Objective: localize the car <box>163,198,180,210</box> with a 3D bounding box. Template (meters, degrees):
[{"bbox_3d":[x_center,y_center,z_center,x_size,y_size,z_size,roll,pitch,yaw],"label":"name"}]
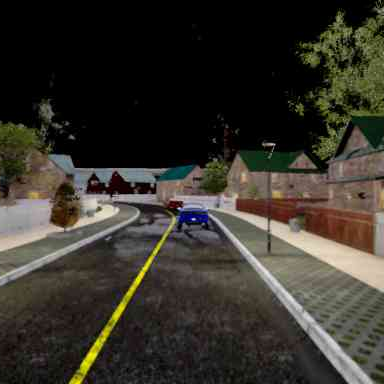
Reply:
[{"bbox_3d":[-2.479,1.479,42.630,1.882,1.535,5.008,0,0,-14],"label":"car"}]

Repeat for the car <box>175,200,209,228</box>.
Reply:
[{"bbox_3d":[0.058,1.483,22.405,1.882,1.535,5.008,0,0,-1],"label":"car"}]
